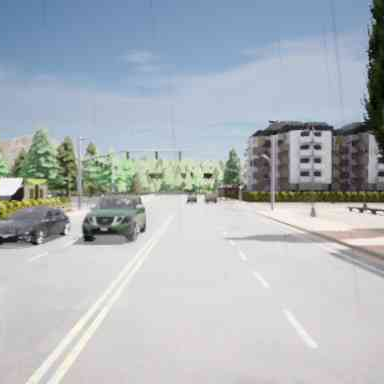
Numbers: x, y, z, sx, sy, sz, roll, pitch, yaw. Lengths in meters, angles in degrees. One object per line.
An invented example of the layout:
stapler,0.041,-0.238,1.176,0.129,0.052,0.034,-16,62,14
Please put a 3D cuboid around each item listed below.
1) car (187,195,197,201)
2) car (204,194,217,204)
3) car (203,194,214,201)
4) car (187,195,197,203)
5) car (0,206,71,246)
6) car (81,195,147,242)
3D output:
car,0.008,1.258,70.264,1.895,1.301,4.718,0,0,0
car,3.507,1.277,59.801,1.837,1.490,4.892,0,0,0
car,3.508,1.201,70.191,2.033,1.411,5.357,0,0,0
car,0.007,1.262,60.187,2.128,1.511,4.902,0,0,0
car,-7.063,1.448,15.026,1.837,1.490,4.892,0,0,0
car,-3.555,1.161,16.272,2.150,2.045,5.566,0,0,0
